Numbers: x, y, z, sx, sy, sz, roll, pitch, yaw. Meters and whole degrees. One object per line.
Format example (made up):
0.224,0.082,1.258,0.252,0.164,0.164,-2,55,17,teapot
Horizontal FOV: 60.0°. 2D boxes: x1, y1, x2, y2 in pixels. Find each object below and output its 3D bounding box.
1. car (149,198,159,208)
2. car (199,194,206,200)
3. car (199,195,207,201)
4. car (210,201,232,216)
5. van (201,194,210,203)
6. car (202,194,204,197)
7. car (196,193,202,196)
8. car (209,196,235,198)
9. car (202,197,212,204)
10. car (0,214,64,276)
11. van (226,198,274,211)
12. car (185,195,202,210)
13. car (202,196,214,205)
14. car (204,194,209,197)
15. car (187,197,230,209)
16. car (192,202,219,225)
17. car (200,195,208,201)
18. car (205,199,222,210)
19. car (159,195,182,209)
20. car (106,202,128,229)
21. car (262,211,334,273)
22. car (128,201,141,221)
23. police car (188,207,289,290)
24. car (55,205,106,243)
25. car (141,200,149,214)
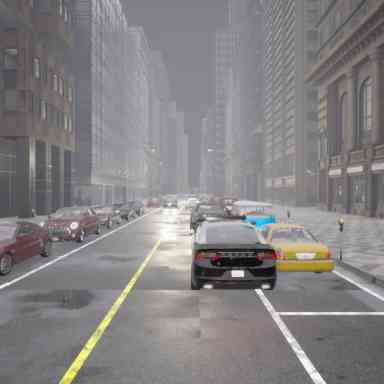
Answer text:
-5.679,1.560,49.472,1.887,1.381,4.507,0,0,0,car
2.926,1.486,94.282,1.967,1.590,4.097,0,0,0,car
2.916,1.587,88.681,1.887,1.381,4.507,0,0,0,car
2.817,1.588,32.663,1.802,1.307,4.206,0,0,0,car
2.886,1.372,71.874,1.690,1.788,3.998,0,0,0,van
2.846,1.456,49.468,1.967,1.590,4.097,0,0,0,car
0.100,1.372,55.800,2.097,1.767,4.553,0,0,0,car
2.806,1.318,27.061,2.192,1.841,5.009,0,0,0,car
2.877,1.609,66.273,1.802,1.307,4.206,0,0,0,car
-5.748,1.582,10.257,1.802,1.307,4.206,0,0,0,car
2.786,1.342,15.858,1.690,1.788,3.998,0,0,0,van
0.100,1.538,43.717,1.812,1.442,4.674,0,0,1,car
2.866,1.463,60.671,1.967,1.590,4.097,0,0,0,car
2.826,1.324,38.264,2.192,1.841,5.009,0,0,0,car
0.932,1.352,19.070,2.097,1.767,4.553,0,0,0,car
0.944,1.529,25.100,1.812,1.442,4.674,0,0,0,car
2.906,1.583,83.078,1.887,1.381,4.507,0,0,0,car
2.837,1.578,43.866,1.947,1.339,4.313,0,0,0,car
-2.919,1.505,45.926,2.128,1.511,4.902,0,0,0,car
-5.728,1.552,21.462,2.008,1.369,4.403,0,0,0,car
2.777,1.525,10.426,1.752,1.417,4.829,0,0,0,car
-5.718,1.569,27.063,1.947,1.339,4.313,0,0,0,car
0.915,1.425,9.209,1.930,1.638,5.238,0,0,0,police car
-5.738,1.441,15.859,1.967,1.590,4.097,0,0,0,car
-5.708,1.571,32.665,1.947,1.339,4.313,0,0,0,car
